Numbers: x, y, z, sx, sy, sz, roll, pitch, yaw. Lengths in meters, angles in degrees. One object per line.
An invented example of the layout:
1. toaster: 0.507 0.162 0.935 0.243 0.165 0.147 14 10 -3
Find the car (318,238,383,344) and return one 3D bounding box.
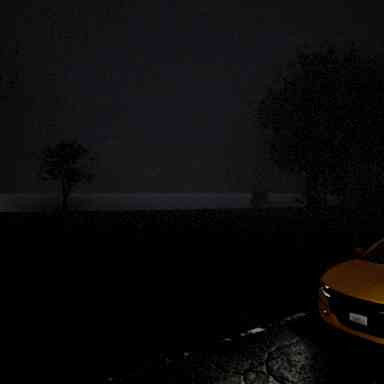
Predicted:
1. car: 4.330 1.476 6.050 5.008 1.535 1.882 0 0 -36
